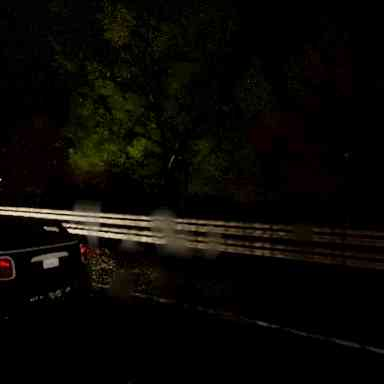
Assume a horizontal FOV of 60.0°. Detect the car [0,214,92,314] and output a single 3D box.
[{"bbox_3d":[-4.317,1.287,7.187,4.553,1.767,2.097,1,0,34],"label":"car"}]
